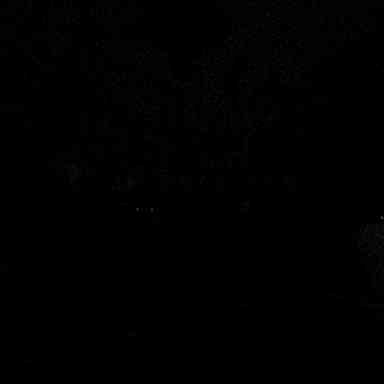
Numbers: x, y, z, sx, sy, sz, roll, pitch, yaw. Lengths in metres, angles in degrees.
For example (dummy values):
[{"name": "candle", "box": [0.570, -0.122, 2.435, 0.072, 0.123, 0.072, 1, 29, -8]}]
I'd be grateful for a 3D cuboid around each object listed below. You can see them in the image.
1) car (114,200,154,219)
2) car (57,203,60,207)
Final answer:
[{"name": "car", "box": [-5.403, 1.517, 30.930, 2.097, 1.767, 4.553, 1, -1, -39]}, {"name": "car", "box": [-21.397, 1.630, 50.881, 1.882, 1.535, 5.008, 1, -1, -39]}]
